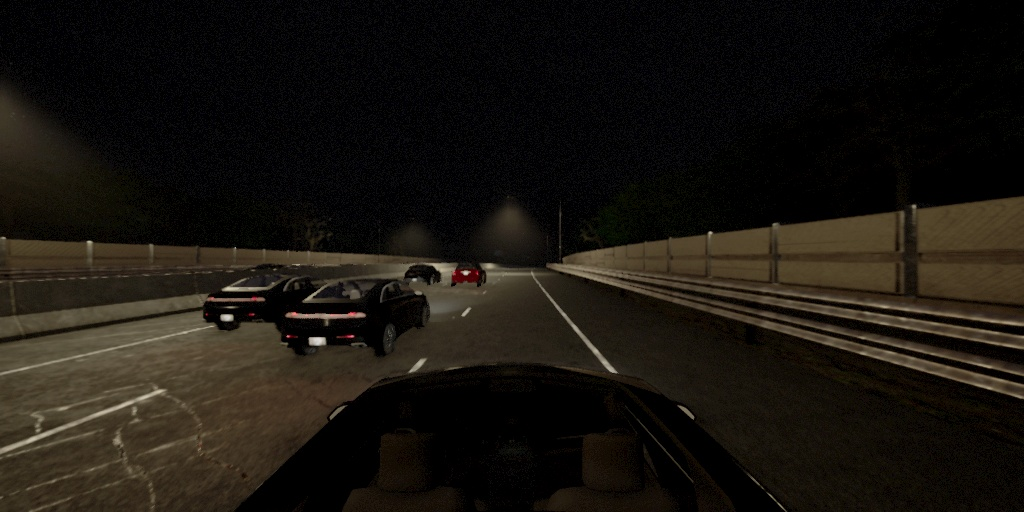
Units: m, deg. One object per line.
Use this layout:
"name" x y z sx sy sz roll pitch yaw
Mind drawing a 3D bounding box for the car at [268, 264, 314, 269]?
"car" -20.584 1.528 34.794 2.033 1.411 5.357 0 -1 2

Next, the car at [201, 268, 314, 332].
"car" -6.847 1.289 11.070 2.128 1.511 4.902 0 0 1

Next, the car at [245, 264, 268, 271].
"car" -24.055 1.494 35.421 1.837 1.490 4.892 0 -1 2

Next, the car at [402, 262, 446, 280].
"car" -6.590 1.397 26.878 1.837 1.490 4.892 0 -1 1

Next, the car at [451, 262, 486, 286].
"car" -3.098 1.243 26.506 2.097 1.767 4.553 0 0 1

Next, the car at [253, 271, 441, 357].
"car" -3.370 1.279 8.676 2.128 1.511 4.902 0 0 1
